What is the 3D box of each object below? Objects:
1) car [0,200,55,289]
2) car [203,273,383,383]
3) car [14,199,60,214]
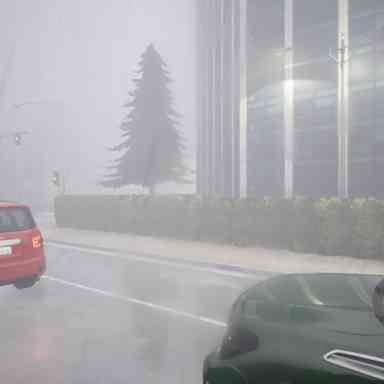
[{"bbox_3d":[-5.722,1.221,8.009,5.566,2.045,2.150,0,0,38],"label":"car"},{"bbox_3d":[2.749,1.222,2.030,5.566,2.045,2.150,0,0,36],"label":"car"},{"bbox_3d":[-17.162,1.563,37.002,1.994,1.385,4.181,0,0,36],"label":"car"}]
